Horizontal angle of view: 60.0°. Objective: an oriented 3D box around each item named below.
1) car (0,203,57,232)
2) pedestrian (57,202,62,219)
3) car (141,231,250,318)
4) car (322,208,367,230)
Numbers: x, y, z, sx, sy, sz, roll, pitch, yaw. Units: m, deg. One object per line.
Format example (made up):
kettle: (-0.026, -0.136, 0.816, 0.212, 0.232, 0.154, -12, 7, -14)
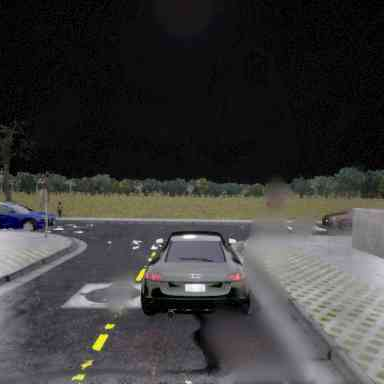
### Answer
car: (-10.068, 1.354, 18.418, 5.008, 1.535, 1.882, 1, 0, 4)
pedestrian: (-9.719, 0.998, 24.448, 0.375, 1.860, 0.375, 0, -1, 0)
car: (0.087, 1.562, 7.537, 1.994, 1.385, 4.181, 0, 0, 1)
car: (10.762, 1.724, 21.711, 4.181, 1.385, 1.994, 1, 0, -1)
